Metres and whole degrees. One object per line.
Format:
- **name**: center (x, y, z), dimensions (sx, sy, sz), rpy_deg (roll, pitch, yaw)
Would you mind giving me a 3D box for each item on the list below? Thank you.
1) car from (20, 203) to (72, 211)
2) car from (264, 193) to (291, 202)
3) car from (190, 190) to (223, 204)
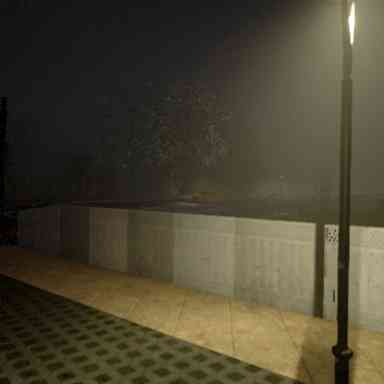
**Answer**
- **car**: center (-8.028, 1.320, 20.823), dimensions (1.895, 1.301, 4.718), rpy_deg (5, 4, 41)
- **car**: center (11.044, 0.912, 42.551), dimensions (1.882, 1.535, 5.008), rpy_deg (5, 4, 41)
- **car**: center (1.897, 0.579, 42.096), dimensions (1.882, 1.535, 5.008), rpy_deg (5, 4, 41)
